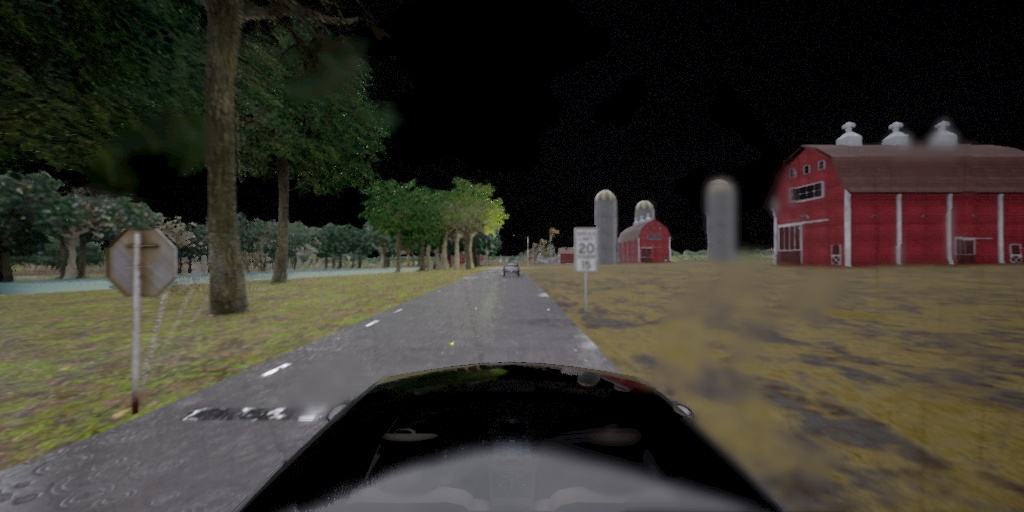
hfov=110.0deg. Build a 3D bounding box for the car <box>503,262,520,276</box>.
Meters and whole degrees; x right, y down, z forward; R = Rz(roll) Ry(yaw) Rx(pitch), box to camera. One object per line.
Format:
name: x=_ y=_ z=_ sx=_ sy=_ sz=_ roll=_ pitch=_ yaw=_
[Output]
car: x=-0.054 y=1.404 z=39.748 sx=2.128 sy=1.511 sz=4.902 roll=0 pitch=-1 yaw=0
